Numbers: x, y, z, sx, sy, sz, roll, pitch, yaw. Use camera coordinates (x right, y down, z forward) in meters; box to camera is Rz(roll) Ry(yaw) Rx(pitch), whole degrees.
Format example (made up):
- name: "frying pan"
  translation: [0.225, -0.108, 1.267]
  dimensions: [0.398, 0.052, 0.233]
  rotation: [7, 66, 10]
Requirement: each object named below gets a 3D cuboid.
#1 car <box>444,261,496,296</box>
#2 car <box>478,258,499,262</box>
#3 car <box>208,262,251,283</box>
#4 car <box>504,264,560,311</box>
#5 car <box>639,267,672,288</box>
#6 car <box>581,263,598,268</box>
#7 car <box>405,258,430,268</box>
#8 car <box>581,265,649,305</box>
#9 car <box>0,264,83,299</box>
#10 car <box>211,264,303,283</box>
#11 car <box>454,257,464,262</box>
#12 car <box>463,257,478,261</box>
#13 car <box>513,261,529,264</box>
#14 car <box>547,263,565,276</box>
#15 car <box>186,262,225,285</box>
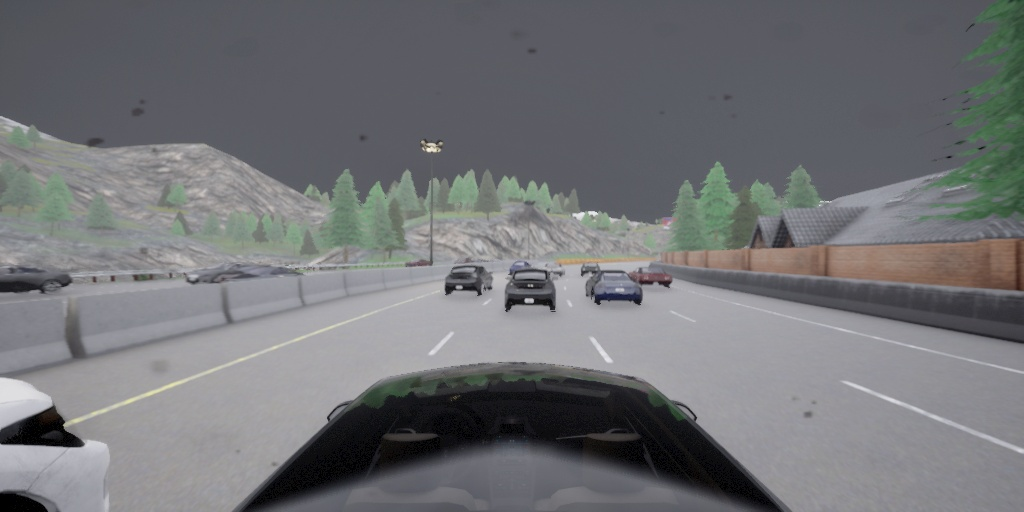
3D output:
- name: "car"
  translation: [-2.207, 1.230, 19.321]
  dimensions: [1.837, 1.490, 4.892]
  rotation: [0, 0, 7]
- name: "car"
  translation: [-3.353, 1.279, 59.234]
  dimensions: [1.895, 1.301, 4.718]
  rotation: [0, 0, 21]
- name: "car"
  translation: [-16.095, 1.247, 22.577]
  dimensions: [1.994, 1.385, 4.181]
  rotation: [0, 0, 8]
- name: "car"
  translation: [0.787, 1.243, 14.390]
  dimensions: [1.837, 1.490, 4.892]
  rotation: [0, 0, 5]
- name: "car"
  translation: [8.960, 1.352, 23.640]
  dimensions: [1.895, 1.301, 4.718]
  rotation: [0, 0, 9]
- name: "car"
  translation: [8.165, 1.335, 37.086]
  dimensions: [1.895, 1.301, 4.718]
  rotation: [0, 0, 14]
- name: "car"
  translation: [-15.150, 1.126, 57.381]
  dimensions: [1.882, 1.535, 5.008]
  rotation: [0, 0, 19]
- name: "car"
  translation: [4.483, 1.311, 16.251]
  dimensions: [1.994, 1.385, 4.181]
  rotation: [0, 0, 6]
- name: "car"
  translation: [-23.803, 1.160, 16.459]
  dimensions: [2.128, 1.511, 4.902]
  rotation: [0, 0, 5]
- name: "car"
  translation: [-13.000, 1.259, 19.029]
  dimensions: [1.994, 1.385, 4.181]
  rotation: [0, 0, 6]
- name: "car"
  translation: [-8.735, 1.010, 64.686]
  dimensions: [2.097, 1.767, 4.553]
  rotation: [0, 0, 22]
- name: "car"
  translation: [-5.902, 1.161, 62.328]
  dimensions: [2.128, 1.511, 4.902]
  rotation: [0, 0, 22]
- name: "car"
  translation: [0.977, 1.240, 37.070]
  dimensions: [1.812, 1.442, 4.674]
  rotation: [0, 0, 13]
- name: "car"
  translation: [4.247, 1.326, 35.839]
  dimensions: [1.895, 1.301, 4.718]
  rotation: [0, 0, 13]
- name: "car"
  translation: [-19.363, 1.163, 24.525]
  dimensions: [2.128, 1.511, 4.902]
  rotation: [0, 0, 8]
